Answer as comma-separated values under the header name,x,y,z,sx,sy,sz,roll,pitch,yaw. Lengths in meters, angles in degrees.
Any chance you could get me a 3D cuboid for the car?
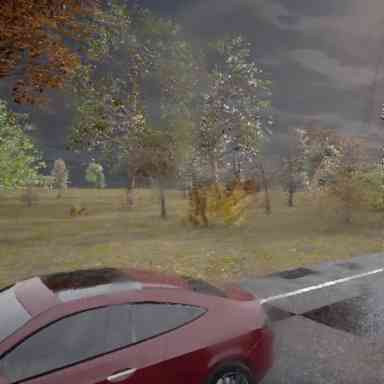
name,x,y,z,sx,sy,sz,roll,pitch,yaw
car,-1.234,1.530,3.035,4.674,1.442,1.812,0,0,-34
